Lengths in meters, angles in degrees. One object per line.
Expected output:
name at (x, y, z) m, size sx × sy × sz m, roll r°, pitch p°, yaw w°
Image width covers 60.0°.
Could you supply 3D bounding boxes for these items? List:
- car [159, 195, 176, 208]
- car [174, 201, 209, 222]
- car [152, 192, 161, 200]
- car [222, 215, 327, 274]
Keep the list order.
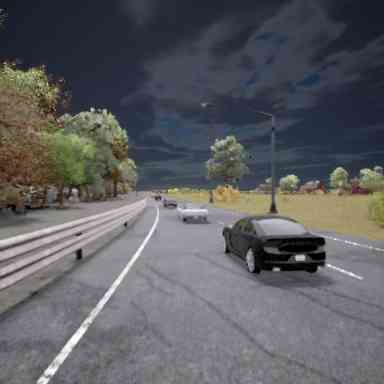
car at (-3.159, 1.444, 47.320) m, size 2.033 × 1.411 × 5.357 m, roll 0°, pitch 0°, yaw -8°
car at (-0.020, 1.563, 26.282) m, size 1.895 × 1.301 × 4.718 m, roll 0°, pitch 0°, yaw -8°
car at (-8.234, 1.280, 81.328) m, size 1.837 × 1.490 × 4.892 m, roll 0°, pitch 0°, yaw -8°
car at (2.310, 1.468, 10.642) m, size 1.882 × 1.535 × 5.008 m, roll 0°, pitch 0°, yaw -8°
